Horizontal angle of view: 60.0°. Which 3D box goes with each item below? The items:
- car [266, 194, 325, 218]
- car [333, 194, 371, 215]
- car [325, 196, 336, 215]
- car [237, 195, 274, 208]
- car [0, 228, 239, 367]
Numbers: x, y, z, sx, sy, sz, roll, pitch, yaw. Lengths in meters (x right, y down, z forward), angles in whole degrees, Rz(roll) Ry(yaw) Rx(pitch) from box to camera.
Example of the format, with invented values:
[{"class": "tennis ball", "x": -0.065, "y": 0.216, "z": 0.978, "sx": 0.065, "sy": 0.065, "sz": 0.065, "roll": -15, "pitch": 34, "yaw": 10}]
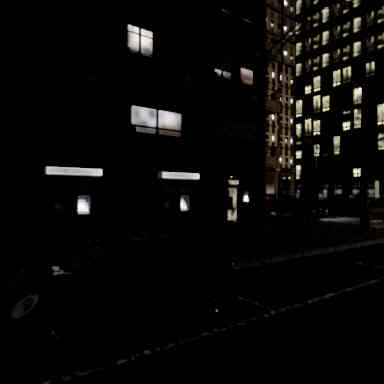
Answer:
[{"class": "car", "x": 7.575, "y": 1.072, "z": 26.694, "sx": 2.192, "sy": 1.841, "sz": 5.009, "roll": 2, "pitch": 0, "yaw": -36}, {"class": "car", "x": 14.289, "y": 1.115, "z": 31.708, "sx": 2.192, "sy": 1.841, "sz": 5.009, "roll": 2, "pitch": 0, "yaw": -36}, {"class": "car", "x": 9.375, "y": 1.266, "z": 28.585, "sx": 1.837, "sy": 1.490, "sz": 4.892, "roll": 0, "pitch": 1, "yaw": -36}, {"class": "car", "x": 7.710, "y": 1.159, "z": 40.646, "sx": 1.947, "sy": 1.339, "sz": 4.313, "roll": 2, "pitch": 0, "yaw": -36}, {"class": "car", "x": -1.181, "y": 1.447, "z": 5.731, "sx": 4.097, "sy": 1.590, "sz": 1.967, "roll": 0, "pitch": 0, "yaw": -36}]
